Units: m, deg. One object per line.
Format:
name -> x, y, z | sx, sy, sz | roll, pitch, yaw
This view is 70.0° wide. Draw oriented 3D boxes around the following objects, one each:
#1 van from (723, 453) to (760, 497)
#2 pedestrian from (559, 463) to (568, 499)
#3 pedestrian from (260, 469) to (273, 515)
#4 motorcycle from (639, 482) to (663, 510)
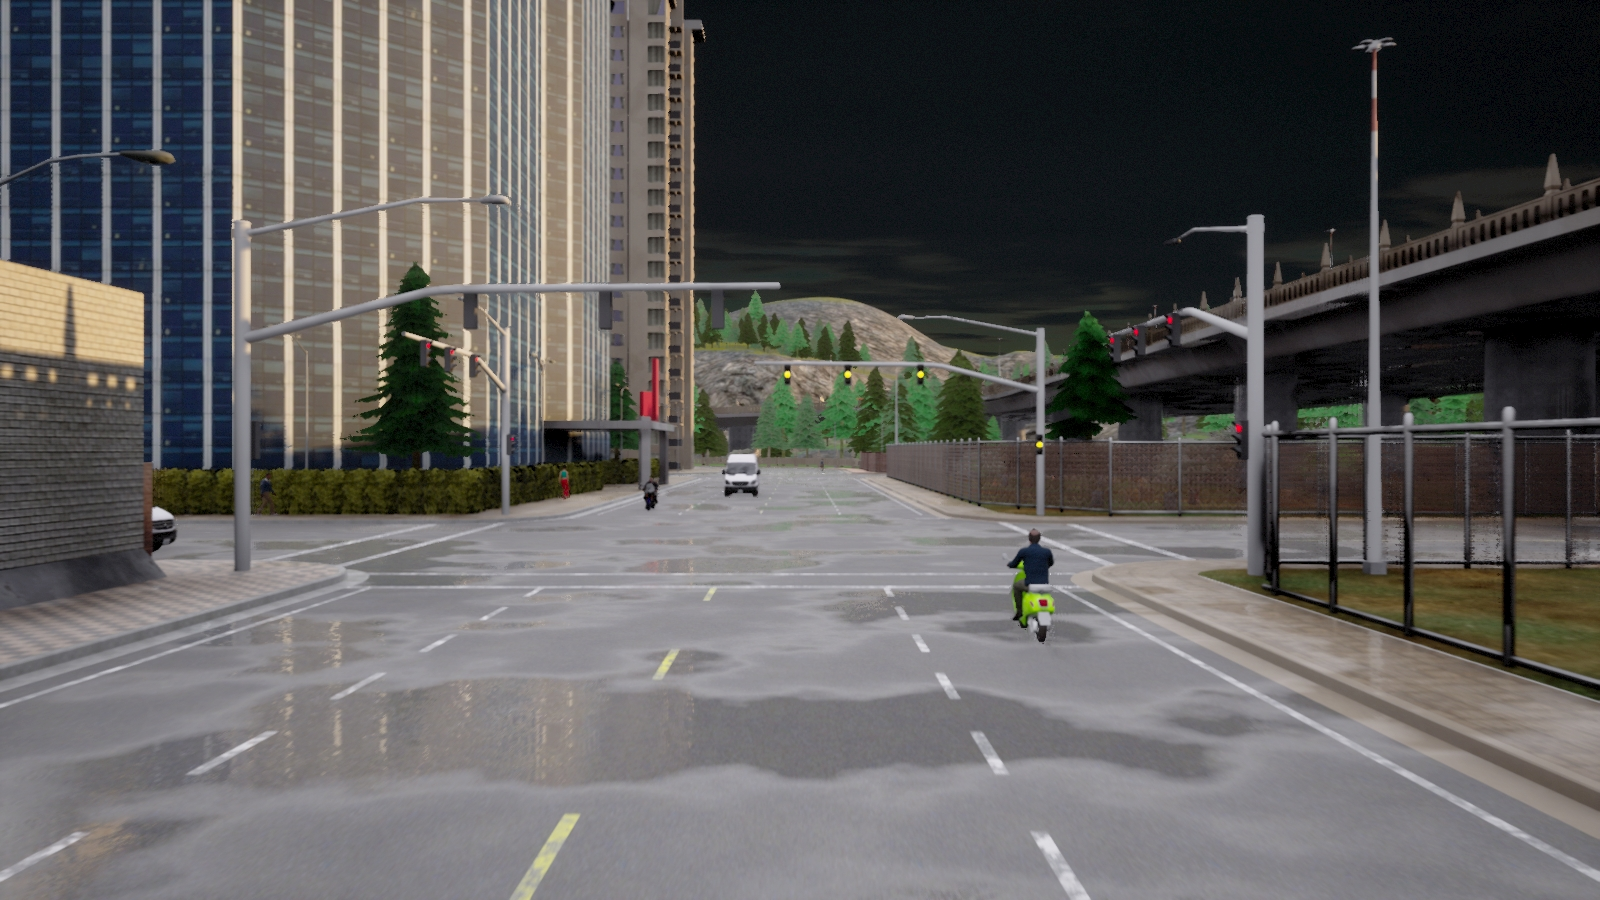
van -> -3.508, 1.480, 69.866 | 1.988, 2.561, 5.915 | 0, 0, 0
pedestrian -> -12.421, 1.642, 60.098 | 0.375, 1.860, 0.375 | 0, 0, 4
pedestrian -> -21.567, 1.697, 46.165 | 0.375, 1.860, 0.375 | 0, 0, -4
motorcycle -> -6.992, 2.151, 53.747 | 0.867, 1.251, 2.209 | 0, 0, 0
